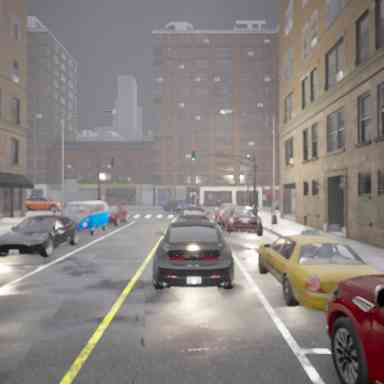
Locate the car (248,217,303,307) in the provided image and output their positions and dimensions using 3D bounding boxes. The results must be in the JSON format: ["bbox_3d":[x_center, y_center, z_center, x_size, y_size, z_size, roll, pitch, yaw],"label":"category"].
[{"bbox_3d":[2.676,1.552,7.807,1.752,1.417,4.829,1,0,0],"label":"car"}]

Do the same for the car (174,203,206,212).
[{"bbox_3d":[0.098,1.597,19.555,1.812,1.442,4.674,0,0,0],"label":"car"}]

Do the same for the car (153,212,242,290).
[{"bbox_3d":[0.026,1.538,9.162,1.837,1.490,4.892,0,0,0],"label":"car"}]

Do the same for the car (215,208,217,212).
[{"bbox_3d":[2.677,1.529,24.086,1.967,1.590,4.097,1,0,0],"label":"car"}]

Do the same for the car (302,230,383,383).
[{"bbox_3d":[2.678,1.322,2.155,2.192,1.841,5.009,1,0,0],"label":"car"}]

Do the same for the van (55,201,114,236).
[{"bbox_3d":[-5.847,1.409,18.605,1.690,1.788,3.998,1,0,0],"label":"van"}]

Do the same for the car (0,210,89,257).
[{"bbox_3d":[-5.850,1.613,13.122,1.947,1.339,4.313,1,0,0],"label":"car"}]

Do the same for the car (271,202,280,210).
[{"bbox_3d":[13.462,1.690,46.749,4.553,1.767,2.097,0,-1,0],"label":"car"}]

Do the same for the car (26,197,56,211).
[{"bbox_3d":[-16.383,1.324,36.988,4.553,1.767,2.097,0,-1,0],"label":"car"}]

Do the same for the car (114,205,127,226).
[{"bbox_3d":[-5.849,1.634,24.086,1.887,1.381,4.507,1,0,0],"label":"car"}]

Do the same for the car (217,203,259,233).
[{"bbox_3d":[2.677,1.508,18.603,1.967,1.590,4.097,1,0,0],"label":"car"}]

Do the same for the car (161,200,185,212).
[{"bbox_3d":[-1.830,1.629,37.297,2.033,1.411,5.357,1,-1,-23],"label":"car"}]

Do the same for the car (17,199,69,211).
[{"bbox_3d":[-17.979,1.553,40.244,5.357,1.411,2.033,0,-1,0],"label":"car"}]
